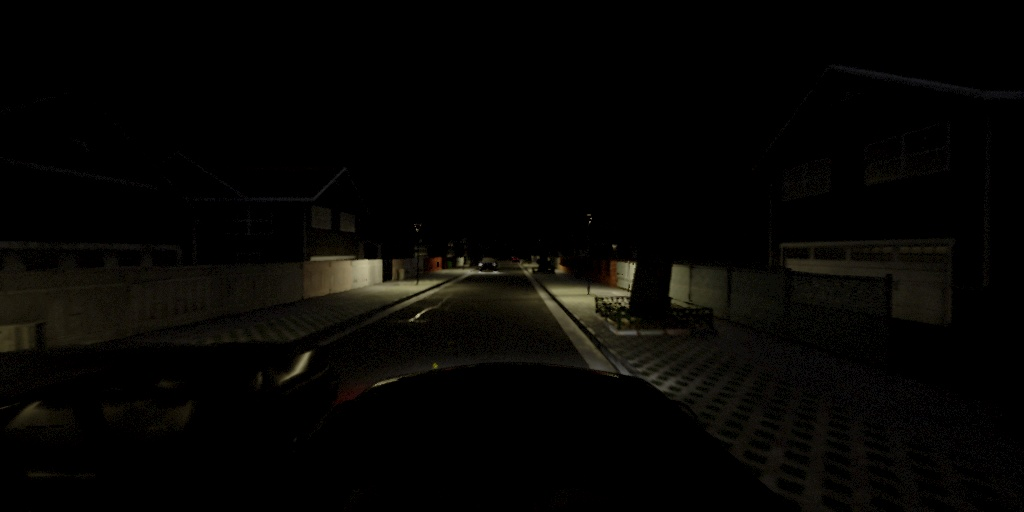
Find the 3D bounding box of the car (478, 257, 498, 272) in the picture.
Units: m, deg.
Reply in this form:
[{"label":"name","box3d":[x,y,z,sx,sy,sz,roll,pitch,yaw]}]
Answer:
[{"label":"car","box3d":[-2.830,0.945,43.024,2.097,1.767,4.553,0,0,0]}]

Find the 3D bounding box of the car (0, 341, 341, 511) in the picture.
[{"label":"car","box3d":[-2.849,1.298,1.710,2.033,1.411,5.357,0,0,0]}]
